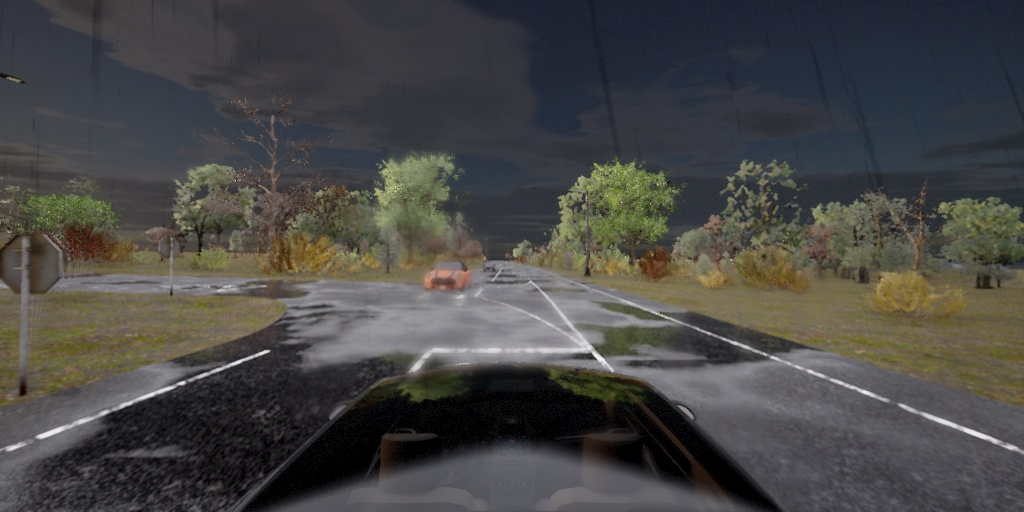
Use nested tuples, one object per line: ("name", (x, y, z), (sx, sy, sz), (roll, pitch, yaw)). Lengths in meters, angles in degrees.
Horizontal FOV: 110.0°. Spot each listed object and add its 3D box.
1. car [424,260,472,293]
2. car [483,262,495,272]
("car", (-3.499, 1.034, 20.400), (2.097, 1.767, 4.553), (1, -1, 0))
("car", (-3.732, 1.774, 58.580), (1.837, 1.490, 4.892), (0, 0, -1))
